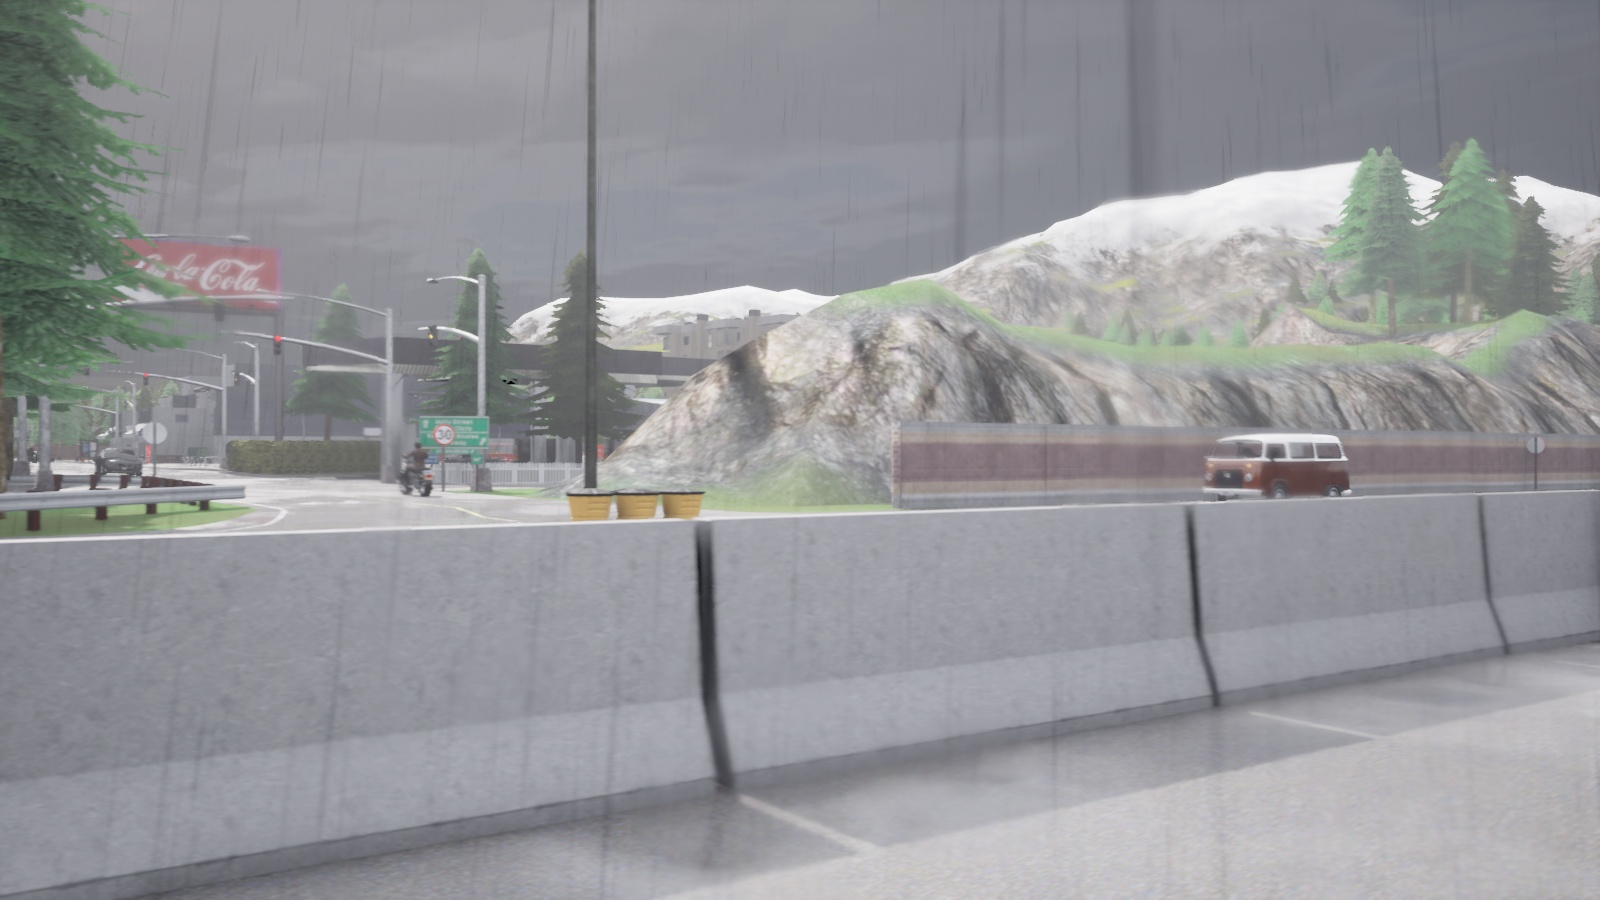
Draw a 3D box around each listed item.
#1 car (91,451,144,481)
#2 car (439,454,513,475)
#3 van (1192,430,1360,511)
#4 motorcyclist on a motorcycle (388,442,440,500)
[{"bbox_3d":[-35.512,0.808,65.285,1.837,1.490,4.892,1,0,-35],"label":"car"},{"bbox_3d":[-23.452,1.018,90.936,4.892,1.490,1.837,0,0,-35],"label":"car"},{"bbox_3d":[12.910,0.524,33.965,4.480,2.038,2.069,0,0,-35],"label":"van"},{"bbox_3d":[-11.397,0.614,37.032,0.766,1.649,2.350,0,0,-35],"label":"motorcyclist on a motorcycle"}]
